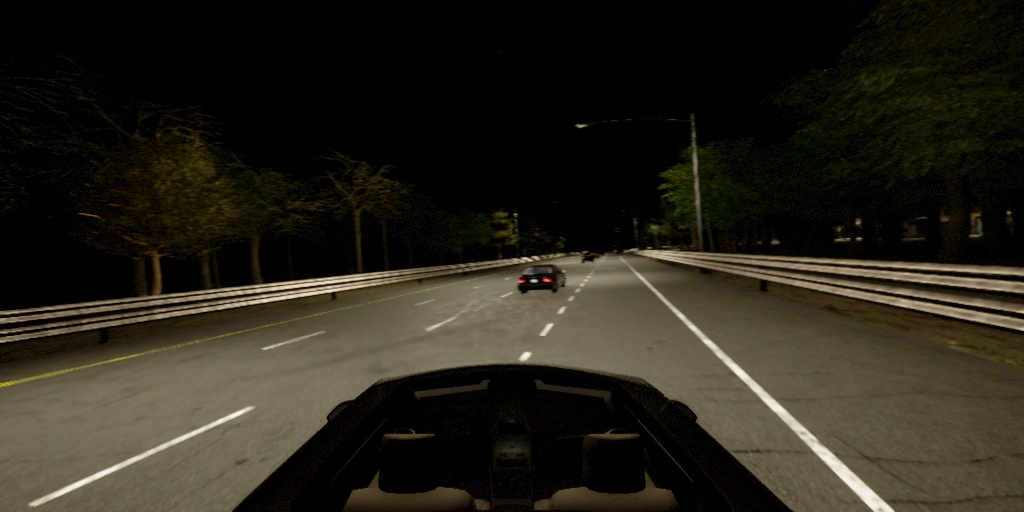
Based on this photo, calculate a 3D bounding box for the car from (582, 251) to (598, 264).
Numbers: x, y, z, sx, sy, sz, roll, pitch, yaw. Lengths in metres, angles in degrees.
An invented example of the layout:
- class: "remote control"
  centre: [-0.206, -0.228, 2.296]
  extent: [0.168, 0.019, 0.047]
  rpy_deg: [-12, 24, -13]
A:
- class: "car"
  centre: [11.922, 0.339, 55.863]
  extent: [1.837, 1.490, 4.892]
  rpy_deg: [-4, 0, 16]

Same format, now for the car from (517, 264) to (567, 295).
- class: "car"
  centre: [1.681, 1.144, 18.884]
  extent: [2.033, 1.411, 5.357]
  rpy_deg: [-4, 0, 16]
